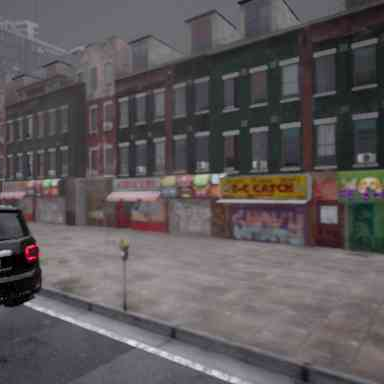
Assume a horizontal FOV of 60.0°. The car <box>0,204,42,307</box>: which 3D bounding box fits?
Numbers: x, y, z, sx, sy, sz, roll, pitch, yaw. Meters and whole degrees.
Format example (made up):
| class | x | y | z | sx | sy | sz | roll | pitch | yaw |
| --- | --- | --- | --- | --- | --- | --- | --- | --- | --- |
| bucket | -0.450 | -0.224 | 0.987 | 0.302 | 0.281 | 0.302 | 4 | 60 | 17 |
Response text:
| class | x | y | z | sx | sy | sz | roll | pitch | yaw |
| --- | --- | --- | --- | --- | --- | --- | --- | --- | --- |
| car | -5.310 | 1.232 | 6.736 | 5.566 | 2.045 | 2.150 | 0 | 0 | 35 |
